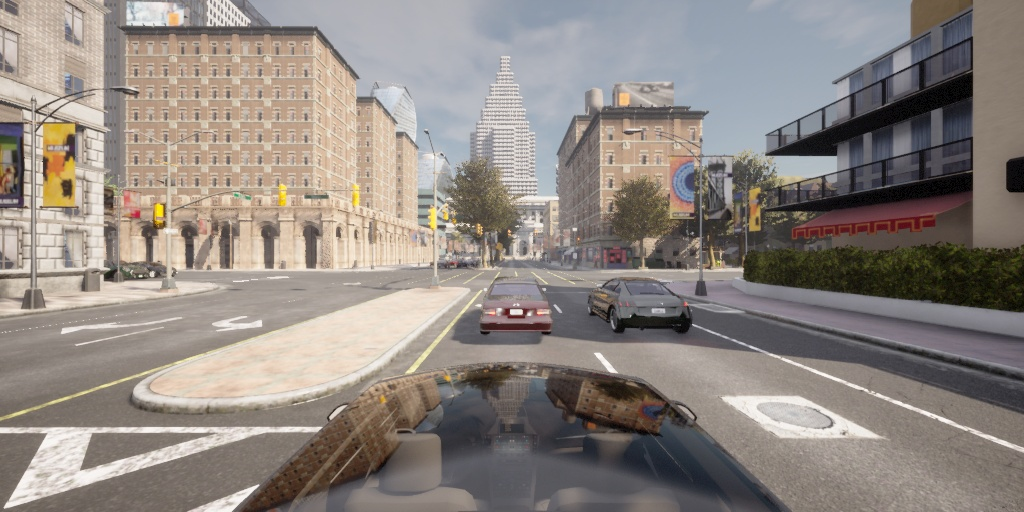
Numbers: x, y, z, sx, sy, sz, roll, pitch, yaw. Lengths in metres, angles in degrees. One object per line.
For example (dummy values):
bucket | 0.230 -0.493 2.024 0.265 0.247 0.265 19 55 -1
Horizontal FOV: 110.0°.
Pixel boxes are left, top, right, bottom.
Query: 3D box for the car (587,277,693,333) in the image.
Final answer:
car | 3.589 1.314 10.790 1.994 1.385 4.181 0 0 0

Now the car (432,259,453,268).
car | -11.630 1.276 60.266 1.812 1.442 4.674 0 0 0

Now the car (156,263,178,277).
car | -34.193 1.255 33.513 4.892 1.490 1.837 0 0 0

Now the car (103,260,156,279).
car | -33.351 1.102 30.018 4.553 1.767 2.097 0 0 0

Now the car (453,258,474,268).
car | -8.129 1.351 60.388 1.895 1.301 4.718 0 0 0

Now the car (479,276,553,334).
car | 0.091 1.297 10.530 2.033 1.411 5.357 0 0 0
